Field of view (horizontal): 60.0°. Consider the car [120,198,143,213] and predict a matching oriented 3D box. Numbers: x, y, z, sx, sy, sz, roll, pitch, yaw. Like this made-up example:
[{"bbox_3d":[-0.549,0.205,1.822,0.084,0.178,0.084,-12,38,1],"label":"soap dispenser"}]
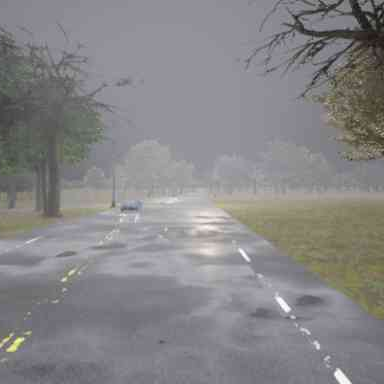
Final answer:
[{"bbox_3d":[-6.688,1.482,37.208,1.882,1.535,5.008,0,0,0],"label":"car"}]
